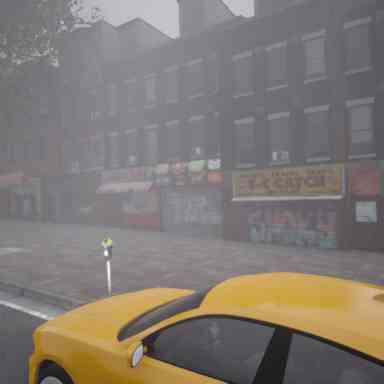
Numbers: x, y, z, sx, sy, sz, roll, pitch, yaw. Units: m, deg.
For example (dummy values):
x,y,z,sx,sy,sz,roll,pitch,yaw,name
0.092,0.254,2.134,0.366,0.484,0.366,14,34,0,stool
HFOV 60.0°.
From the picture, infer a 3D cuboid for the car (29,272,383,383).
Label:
x,y,z,sx,sy,sz,roll,pitch,yaw,name
0.665,1.478,2.786,5.008,1.535,1.882,0,0,33,car
